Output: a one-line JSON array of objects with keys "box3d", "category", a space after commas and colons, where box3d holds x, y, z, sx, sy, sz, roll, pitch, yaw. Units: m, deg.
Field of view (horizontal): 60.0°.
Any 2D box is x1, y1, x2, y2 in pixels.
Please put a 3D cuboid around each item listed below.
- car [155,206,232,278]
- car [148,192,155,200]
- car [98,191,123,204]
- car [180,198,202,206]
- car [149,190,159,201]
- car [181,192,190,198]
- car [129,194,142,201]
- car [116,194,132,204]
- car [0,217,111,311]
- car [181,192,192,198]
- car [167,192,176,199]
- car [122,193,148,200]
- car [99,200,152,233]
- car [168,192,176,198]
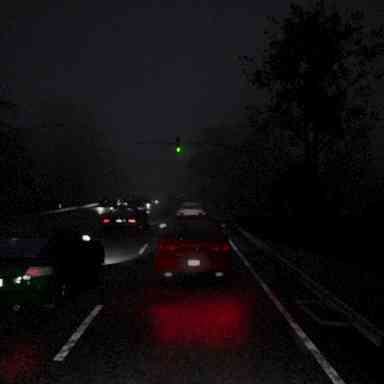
[{"box3d": [0.027, 1.414, 9.971, 1.882, 1.535, 5.008, 0, 1, 0], "category": "car"}, {"box3d": [-7.565, 1.096, 53.440, 1.812, 1.442, 4.674, 0, 0, -1], "category": "car"}, {"box3d": [-10.927, 0.863, 45.060, 2.150, 2.045, 5.566, 0, 0, 1], "category": "car"}, {"box3d": [-0.055, 1.366, 21.364, 1.812, 1.442, 4.674, 0, 0, 0], "category": "car"}, {"box3d": [-7.809, 0.678, 66.850, 2.150, 2.045, 5.566, 0, 1, -1], "category": "car"}, {"box3d": [-1.672, 0.685, 85.485, 1.882, 1.535, 5.008, 0, 0, -4], "category": "car"}, {"box3d": [-11.309, 1.055, 67.255, 1.895, 1.301, 4.718, 0, 0, -1], "category": "car"}, {"box3d": [-11.082, 1.126, 54.448, 1.994, 1.385, 4.181, 0, 0, -1], "category": "car"}, {"box3d": [-3.455, 1.519, 7.773, 1.994, 1.385, 4.181, 0, 1, 0], "category": "car"}, {"box3d": [-1.125, 0.935, 75.762, 1.994, 1.385, 4.181, 0, 0, -3], "category": "car"}, {"box3d": [-4.588, 0.919, 74.810, 2.033, 1.411, 5.357, 0, 0, -3], "category": "car"}, {"box3d": [-7.408, 1.198, 43.863, 2.033, 1.411, 5.357, 0, 0, -2], "category": "car"}, {"box3d": [-3.536, 1.412, 18.511, 2.033, 1.411, 5.357, 0, 1, 0], "category": "car"}, {"box3d": [-5.165, 0.750, 85.261, 2.033, 1.411, 5.357, 0, 0, -4], "category": "car"}]
